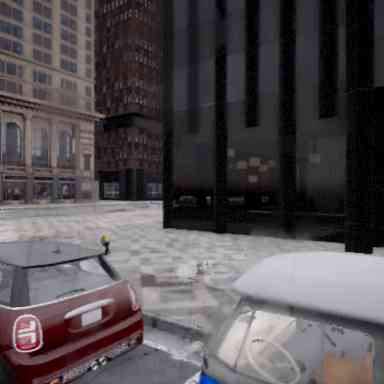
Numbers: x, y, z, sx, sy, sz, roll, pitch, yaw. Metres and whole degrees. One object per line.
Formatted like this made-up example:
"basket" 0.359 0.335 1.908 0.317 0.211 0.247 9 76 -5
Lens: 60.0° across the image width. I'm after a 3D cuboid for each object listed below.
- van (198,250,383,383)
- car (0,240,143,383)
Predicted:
"van" 1.844 1.341 1.644 3.998 1.788 1.690 0 0 36
"car" -2.715 1.440 4.897 4.097 1.590 1.967 0 0 36
